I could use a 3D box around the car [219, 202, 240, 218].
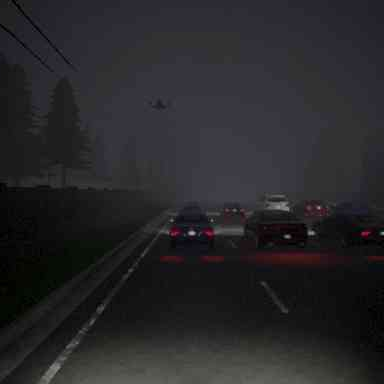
[{"bbox_3d":[3.500,1.561,29.650,2.033,1.411,5.357,0,0,0],"label":"car"}]

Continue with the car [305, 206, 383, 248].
[{"bbox_3d":[7.000,1.560,14.650,2.033,1.411,5.357,0,0,0],"label":"car"}]

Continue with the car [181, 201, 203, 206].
[{"bbox_3d":[0.000,1.530,29.650,1.812,1.442,4.674,0,0,0],"label":"car"}]

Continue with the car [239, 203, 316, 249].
[{"bbox_3d":[3.500,1.482,14.650,1.882,1.535,5.008,0,0,0],"label":"car"}]

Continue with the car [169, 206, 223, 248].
[{"bbox_3d":[0.000,1.560,14.650,2.033,1.411,5.357,0,0,0],"label":"car"}]

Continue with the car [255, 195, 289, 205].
[{"bbox_3d":[7.000,1.255,29.680,2.150,2.045,5.566,0,0,0],"label":"car"}]

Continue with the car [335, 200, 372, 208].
[{"bbox_3d":[14.000,1.482,29.650,1.882,1.535,5.008,0,0,0],"label":"car"}]

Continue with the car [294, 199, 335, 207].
[{"bbox_3d":[10.500,1.364,29.620,2.097,1.767,4.553,0,0,0],"label":"car"}]
